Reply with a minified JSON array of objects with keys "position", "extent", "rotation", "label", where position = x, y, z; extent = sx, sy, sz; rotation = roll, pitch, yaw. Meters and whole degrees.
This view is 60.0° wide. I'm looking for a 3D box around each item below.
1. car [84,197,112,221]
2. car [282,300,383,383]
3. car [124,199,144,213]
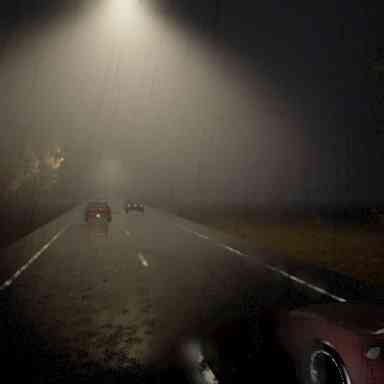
[{"position":[-7.398,1.425,26.282],"extent":[1.837,1.490,4.892],"rotation":[0,0,-15],"label":"car"},{"position":[2.656,1.542,2.014],"extent":[2.033,1.411,5.357],"rotation":[0,0,-15],"label":"car"},{"position":[-6.373,1.438,36.073],"extent":[2.033,1.411,5.357],"rotation":[0,0,-15],"label":"car"}]
